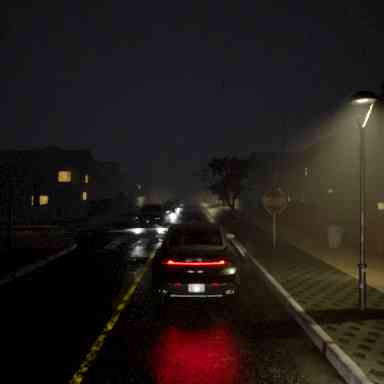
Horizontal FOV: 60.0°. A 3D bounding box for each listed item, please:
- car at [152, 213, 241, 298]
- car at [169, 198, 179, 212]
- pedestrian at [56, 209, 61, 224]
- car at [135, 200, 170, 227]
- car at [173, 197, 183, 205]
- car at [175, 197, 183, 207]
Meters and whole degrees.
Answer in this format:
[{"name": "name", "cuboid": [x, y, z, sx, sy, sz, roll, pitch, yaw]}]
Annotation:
[{"name": "car", "cuboid": [0.084, 1.515, 8.524, 1.837, 1.490, 4.892, 0, 0, 0]}, {"name": "car", "cuboid": [-2.919, 1.693, 39.427, 1.895, 1.301, 4.718, 0, 0, 0]}, {"name": "pedestrian", "cuboid": [-9.957, 1.470, 24.862, 0.375, 1.860, 0.375, 0, -2, 5]}, {"name": "car", "cuboid": [-2.896, 1.617, 24.073, 1.837, 1.490, 4.892, 0, 2, 0]}, {"name": "car", "cuboid": [-2.879, 1.767, 68.394, 1.882, 1.535, 5.008, 0, 0, 0]}, {"name": "car", "cuboid": [-2.919, 1.753, 52.715, 1.895, 1.301, 4.718, 0, 0, 0]}]
